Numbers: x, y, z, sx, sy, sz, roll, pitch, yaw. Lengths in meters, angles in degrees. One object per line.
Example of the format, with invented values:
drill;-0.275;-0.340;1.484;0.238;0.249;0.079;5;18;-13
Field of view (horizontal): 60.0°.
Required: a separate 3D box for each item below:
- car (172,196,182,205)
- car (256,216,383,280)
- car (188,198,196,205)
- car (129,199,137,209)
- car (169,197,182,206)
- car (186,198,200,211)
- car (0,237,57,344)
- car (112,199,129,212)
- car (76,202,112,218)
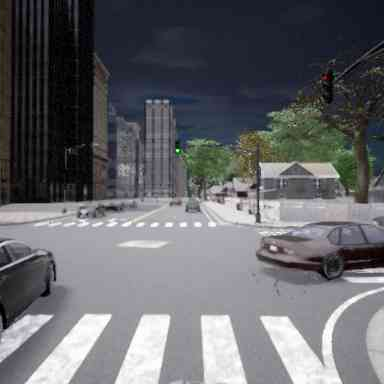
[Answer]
car;-3.239;1.850;72.972;2.097;1.767;4.553;0;0;0
car;4.569;1.565;9.733;5.357;1.411;2.033;0;-1;-19
car;0.011;2.000;73.594;1.837;1.490;4.892;0;0;0
car;-9.742;1.871;52.280;1.812;1.442;4.674;0;0;0
car;-3.240;1.945;62.827;1.812;1.442;4.674;0;0;0
car;0.107;1.789;44.724;2.128;1.511;4.902;0;0;0
car;-3.729;1.505;5.650;2.128;1.511;4.902;0;0;-8
car;-9.787;1.879;42.168;1.895;1.301;4.718;0;0;1
car;-9.822;1.708;32.849;2.128;1.511;4.902;0;0;1
